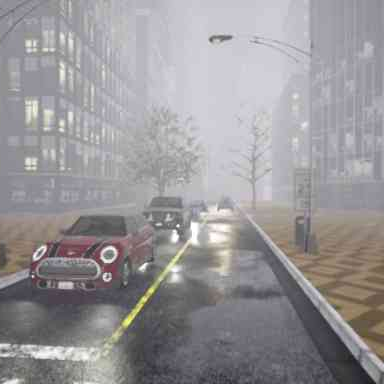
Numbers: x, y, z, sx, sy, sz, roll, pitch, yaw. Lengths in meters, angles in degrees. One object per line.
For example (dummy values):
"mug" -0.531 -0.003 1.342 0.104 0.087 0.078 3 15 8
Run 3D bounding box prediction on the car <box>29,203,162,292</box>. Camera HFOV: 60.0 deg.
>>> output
"car" -2.371 1.341 9.104 2.097 1.767 4.553 0 0 6

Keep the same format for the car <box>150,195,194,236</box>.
"car" -1.342 1.216 18.826 2.150 2.045 5.566 0 0 5

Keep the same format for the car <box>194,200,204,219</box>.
"car" -0.299 1.602 28.639 1.895 1.301 4.718 0 0 6

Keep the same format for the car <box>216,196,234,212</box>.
"car" 3.954 1.553 39.457 1.812 1.442 4.674 0 0 6

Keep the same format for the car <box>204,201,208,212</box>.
"car" 0.775 1.575 38.489 1.994 1.385 4.181 0 0 7

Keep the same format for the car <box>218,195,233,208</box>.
"car" 5.049 1.392 49.769 2.097 1.767 4.553 0 0 6
